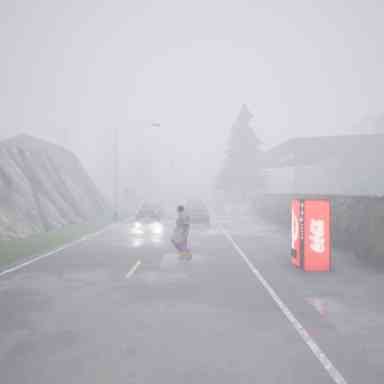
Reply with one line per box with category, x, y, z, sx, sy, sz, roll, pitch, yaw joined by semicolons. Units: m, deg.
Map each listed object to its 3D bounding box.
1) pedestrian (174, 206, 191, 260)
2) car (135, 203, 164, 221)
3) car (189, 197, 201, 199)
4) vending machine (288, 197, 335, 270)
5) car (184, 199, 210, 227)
pedestrian;-0.314;1.293;10.936;0.375;1.860;0.375;0;0;0
car;-3.426;1.598;27.538;1.895;1.301;4.718;0;0;0
car;0.342;1.349;38.587;2.097;1.767;4.553;0;0;0
vending machine;3.552;1.194;9.982;1.100;2.100;0.880;0;0;0
car;0.239;1.489;22.963;2.128;1.511;4.902;0;0;0
